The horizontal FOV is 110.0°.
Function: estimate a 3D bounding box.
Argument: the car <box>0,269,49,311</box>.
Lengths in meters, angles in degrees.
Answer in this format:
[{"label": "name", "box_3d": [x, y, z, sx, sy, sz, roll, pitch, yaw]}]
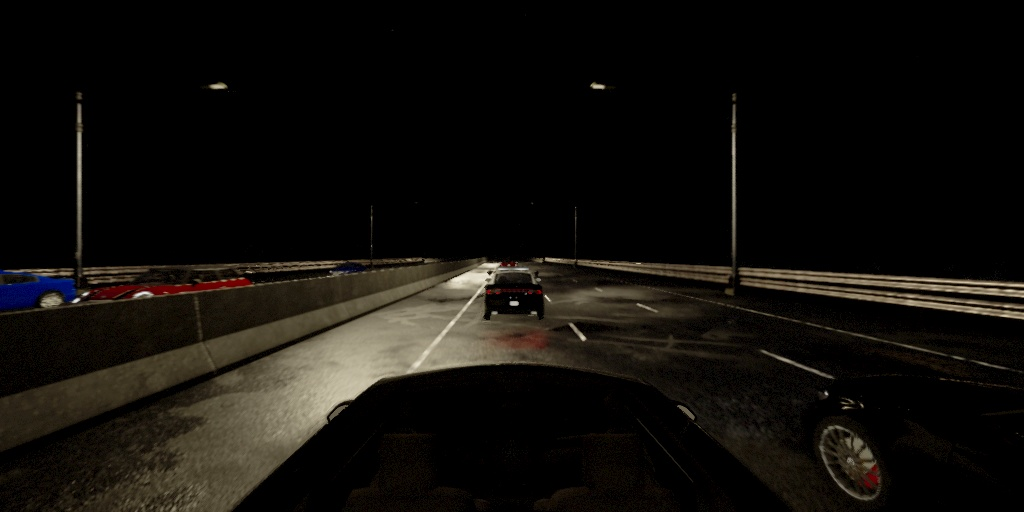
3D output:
[{"label": "car", "box_3d": [-17.640, 1.231, 11.573, 1.882, 1.535, 5.008, 0, 0, 0]}]

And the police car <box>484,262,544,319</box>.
[{"label": "police car", "box_3d": [0.051, 1.175, 13.014, 1.930, 1.638, 5.238, 0, 0, 0]}]

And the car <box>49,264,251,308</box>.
[{"label": "car", "box_3d": [-10.639, 1.104, 11.379, 2.097, 1.767, 4.553, 0, 0, 0]}]

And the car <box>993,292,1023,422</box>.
[{"label": "car", "box_3d": [7.093, 1.226, 2.082, 1.882, 1.535, 5.008, 0, 0, 0]}]

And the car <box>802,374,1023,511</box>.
[{"label": "car", "box_3d": [3.592, 1.275, 1.332, 1.812, 1.442, 4.674, 0, 0, 0]}]

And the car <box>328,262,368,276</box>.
[{"label": "car", "box_3d": [-14.353, 1.275, 31.763, 1.812, 1.442, 4.674, 0, 0, -1]}]

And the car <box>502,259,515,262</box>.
[{"label": "car", "box_3d": [-0.404, 1.091, 42.804, 2.097, 1.767, 4.553, 0, 0, -1]}]
